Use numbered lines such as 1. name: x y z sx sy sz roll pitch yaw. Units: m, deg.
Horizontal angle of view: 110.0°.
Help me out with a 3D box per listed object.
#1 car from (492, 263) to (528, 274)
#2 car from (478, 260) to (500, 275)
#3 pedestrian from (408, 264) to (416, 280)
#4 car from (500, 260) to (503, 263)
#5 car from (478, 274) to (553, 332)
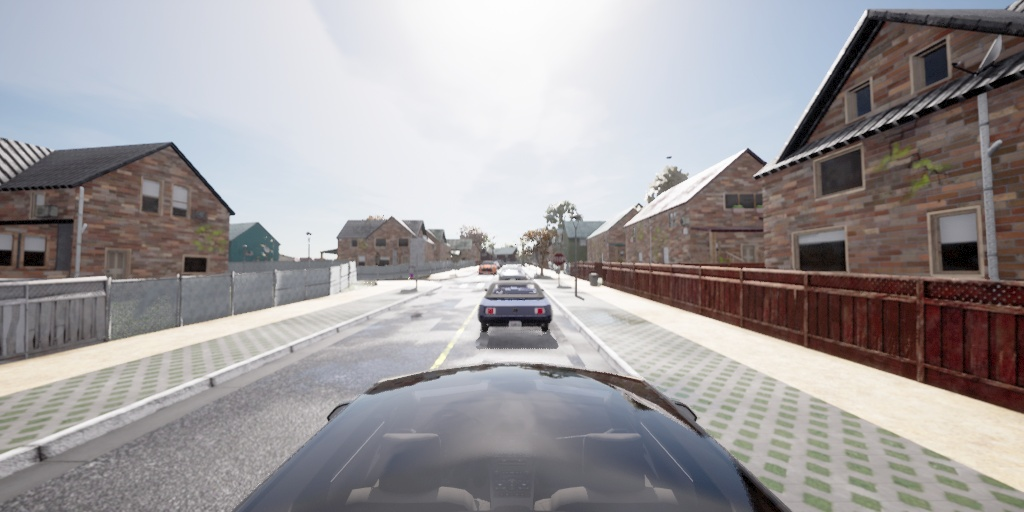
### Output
1. car: 0.037 1.410 22.901 2.033 1.411 5.357 0 0 0
2. car: -2.972 1.396 44.458 2.097 1.767 4.553 0 -1 0
3. pedestrian: -10.013 1.398 35.777 0.375 1.860 0.375 0 -2 5
4. car: -2.987 1.758 62.406 2.033 1.411 5.357 0 -1 0
5. car: 0.072 1.401 11.056 1.895 1.301 4.718 0 0 0
